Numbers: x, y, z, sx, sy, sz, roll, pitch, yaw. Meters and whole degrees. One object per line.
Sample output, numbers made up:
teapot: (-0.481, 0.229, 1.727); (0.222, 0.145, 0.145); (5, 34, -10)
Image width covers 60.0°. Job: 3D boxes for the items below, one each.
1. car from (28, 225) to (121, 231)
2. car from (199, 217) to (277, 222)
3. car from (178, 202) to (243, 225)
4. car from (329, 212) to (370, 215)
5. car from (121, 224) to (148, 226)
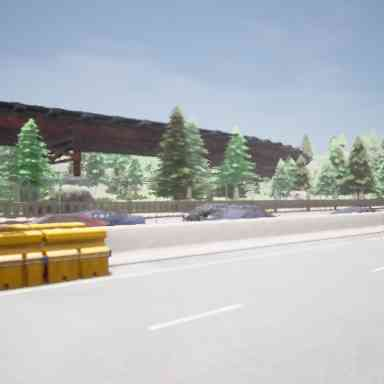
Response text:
car: (-5.434, 1.553, 13.011); (4.674, 1.442, 1.812); (1, 0, -35)
car: (3.031, 1.659, 19.011); (5.357, 1.411, 2.033); (1, 0, -35)
car: (1.514, 1.639, 26.435); (4.902, 1.511, 2.128); (1, 0, -35)
car: (12.856, 1.757, 25.963); (5.357, 1.411, 2.033); (1, 0, -35)
car: (-5.000, 1.600, 17.615); (5.357, 1.411, 2.033); (1, 0, -35)
